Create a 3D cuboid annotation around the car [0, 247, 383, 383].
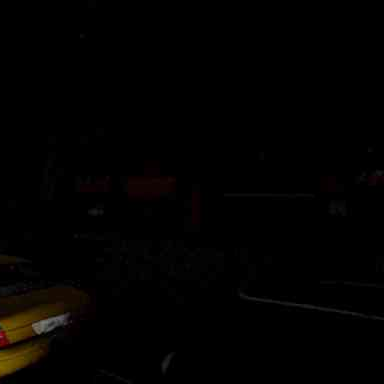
[{"bbox_3d":[1.084,1.317,2.037,5.009,1.841,2.192,0,0,36],"label":"car"}]
